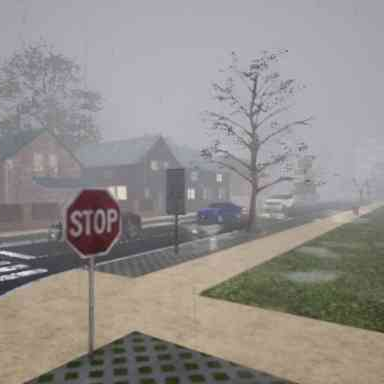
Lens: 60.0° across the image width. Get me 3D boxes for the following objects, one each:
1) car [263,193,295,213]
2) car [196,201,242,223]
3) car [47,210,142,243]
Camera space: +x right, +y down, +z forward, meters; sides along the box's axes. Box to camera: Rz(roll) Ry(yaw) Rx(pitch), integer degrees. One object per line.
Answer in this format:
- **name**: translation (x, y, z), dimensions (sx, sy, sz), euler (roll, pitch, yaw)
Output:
- **car**: translation (9.999, 1.170, 37.857), dimensions (2.150, 2.045, 5.566), euler (0, 1, 34)
- **car**: translation (2.175, 1.501, 26.195), dimensions (1.882, 1.535, 5.008), euler (0, 0, 34)
- **car**: translation (-4.528, 1.573, 16.143), dimensions (2.128, 1.511, 4.902), euler (0, 0, 34)
